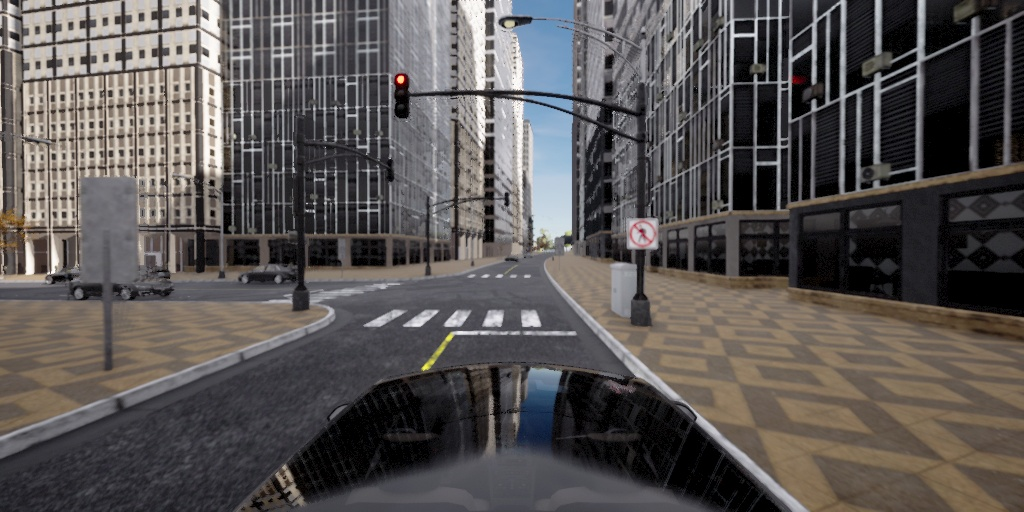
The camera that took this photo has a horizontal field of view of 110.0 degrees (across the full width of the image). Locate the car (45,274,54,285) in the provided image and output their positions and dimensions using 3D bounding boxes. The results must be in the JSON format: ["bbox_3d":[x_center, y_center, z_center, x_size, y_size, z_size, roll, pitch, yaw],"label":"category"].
[{"bbox_3d":[-33.399,1.468,27.687,4.313,1.339,1.948,0,0,9],"label":"car"}]

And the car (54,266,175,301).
[{"bbox_3d":[-18.079,1.304,16.717,4.403,1.370,2.007,0,0,9],"label":"car"}]

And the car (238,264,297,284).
[{"bbox_3d":[-16.742,1.206,24.990,4.403,1.370,2.007,0,0,9],"label":"car"}]

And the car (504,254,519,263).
[{"bbox_3d":[-0.036,0.397,55.417,1.895,1.301,4.718,0,1,7],"label":"car"}]
